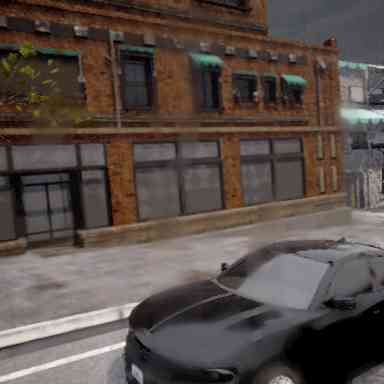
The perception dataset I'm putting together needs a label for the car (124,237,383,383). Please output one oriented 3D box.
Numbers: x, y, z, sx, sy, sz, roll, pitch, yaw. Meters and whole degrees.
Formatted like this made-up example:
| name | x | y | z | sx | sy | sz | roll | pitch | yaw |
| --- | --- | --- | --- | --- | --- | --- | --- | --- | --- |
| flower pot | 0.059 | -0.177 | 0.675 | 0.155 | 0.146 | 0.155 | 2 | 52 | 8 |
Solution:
| name | x | y | z | sx | sy | sz | roll | pitch | yaw |
| --- | --- | --- | --- | --- | --- | --- | --- | --- | --- |
| car | 1.572 | 1.444 | 4.528 | 5.008 | 1.535 | 1.882 | 0 | 0 | -33 |
